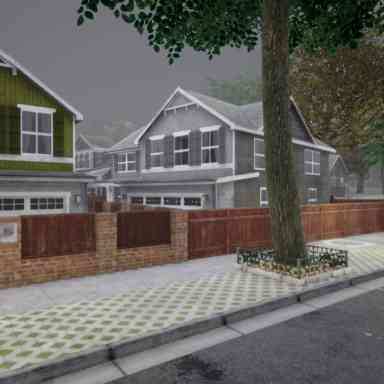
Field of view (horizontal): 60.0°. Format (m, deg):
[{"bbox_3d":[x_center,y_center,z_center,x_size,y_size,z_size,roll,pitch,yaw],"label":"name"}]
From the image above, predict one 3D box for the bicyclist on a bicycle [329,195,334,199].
[{"bbox_3d":[16.301,1.127,38.740,0.582,1.620,1.656,1,1,43],"label":"bicyclist on a bicycle"}]
